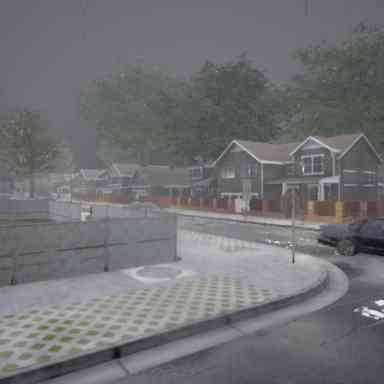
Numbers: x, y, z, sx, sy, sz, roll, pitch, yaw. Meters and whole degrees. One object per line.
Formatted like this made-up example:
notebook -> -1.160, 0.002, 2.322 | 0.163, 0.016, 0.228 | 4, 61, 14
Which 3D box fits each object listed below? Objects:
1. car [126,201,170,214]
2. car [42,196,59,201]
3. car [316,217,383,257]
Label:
car -> -3.467, 1.470, 25.452 | 1.837, 1.490, 4.892 | 0, 1, -35
car -> -22.611, 1.289, 52.931 | 2.033, 1.411, 5.357 | 0, 0, -35
car -> 6.766, 1.530, 10.762 | 2.033, 1.411, 5.357 | 0, 0, -35
